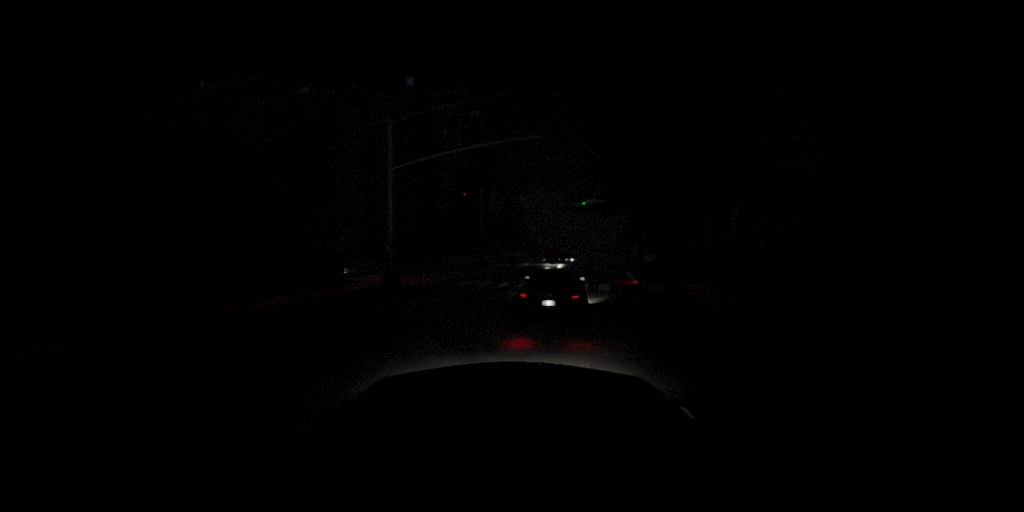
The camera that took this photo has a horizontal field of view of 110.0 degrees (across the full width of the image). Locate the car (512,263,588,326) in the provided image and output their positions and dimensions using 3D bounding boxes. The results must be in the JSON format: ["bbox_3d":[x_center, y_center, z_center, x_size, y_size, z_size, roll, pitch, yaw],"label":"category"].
[{"bbox_3d":[1.257,1.092,10.882,1.994,1.385,4.181,1,1,10],"label":"car"}]

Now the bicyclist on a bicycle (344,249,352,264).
[{"bbox_3d":[-17.259,0.098,37.458,0.582,1.620,1.656,1,2,16],"label":"bicyclist on a bicycle"}]

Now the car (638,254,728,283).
[{"bbox_3d":[10.356,0.797,21.829,5.008,1.535,1.882,0,0,5],"label":"car"}]

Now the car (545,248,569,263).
[{"bbox_3d":[5.766,-0.104,47.469,2.150,2.045,5.566,1,2,15],"label":"car"}]
